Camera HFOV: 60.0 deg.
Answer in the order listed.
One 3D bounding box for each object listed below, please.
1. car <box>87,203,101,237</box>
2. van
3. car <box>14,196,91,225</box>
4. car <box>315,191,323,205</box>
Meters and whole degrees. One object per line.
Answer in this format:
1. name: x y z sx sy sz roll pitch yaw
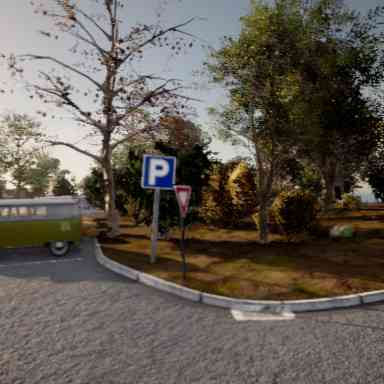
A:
1. car: -6.728 1.488 14.418 5.366 1.575 1.946 -1 0 -18
2. van: -6.136 1.256 11.671 4.442 1.987 1.878 -1 0 -18
3. car: -11.334 1.436 27.474 5.566 2.045 2.435 -1 -1 -19
4. car: 17.059 0.966 49.668 5.566 2.045 2.150 -1 -2 2
